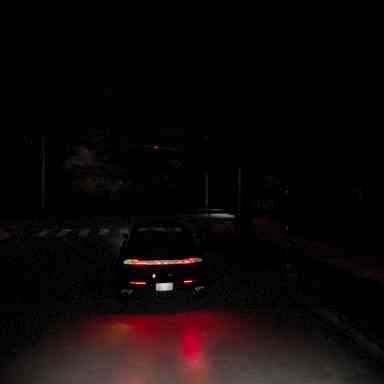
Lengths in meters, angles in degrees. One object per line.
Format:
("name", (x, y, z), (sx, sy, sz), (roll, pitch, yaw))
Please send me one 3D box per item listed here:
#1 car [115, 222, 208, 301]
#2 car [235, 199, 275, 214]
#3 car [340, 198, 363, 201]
("car", (-0.836, 1.492, 8.389), (2.128, 1.511, 4.902), (0, 0, -8))
("car", (6.271, 1.369, 30.764), (4.674, 1.442, 1.812), (0, 0, -12))
("car", (15.299, 1.348, 32.764), (4.892, 1.490, 1.837), (0, 0, -12))
